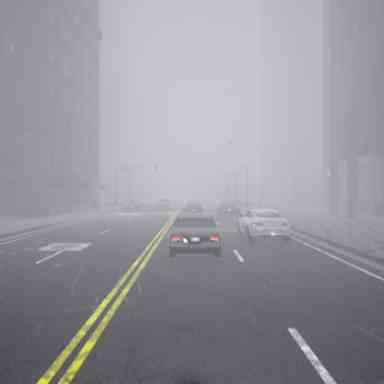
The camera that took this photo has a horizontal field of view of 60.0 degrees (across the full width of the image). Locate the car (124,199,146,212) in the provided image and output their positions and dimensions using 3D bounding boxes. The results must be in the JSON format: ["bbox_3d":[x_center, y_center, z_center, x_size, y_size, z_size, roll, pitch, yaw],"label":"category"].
[{"bbox_3d":[-6.550,1.540,38.516,1.895,1.301,4.718,0,0,0],"label":"car"}]

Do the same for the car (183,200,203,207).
[{"bbox_3d":[0.103,1.474,32.016,1.812,1.442,4.674,0,0,0],"label":"car"}]

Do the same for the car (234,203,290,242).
[{"bbox_3d":[3.363,1.498,16.086,1.812,1.442,4.674,0,0,0],"label":"car"}]

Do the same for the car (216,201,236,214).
[{"bbox_3d":[3.354,1.513,31.674,1.994,1.385,4.181,0,0,0],"label":"car"}]

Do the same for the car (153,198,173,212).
[{"bbox_3d":[-3.299,1.446,38.599,1.837,1.490,4.892,0,0,0],"label":"car"}]

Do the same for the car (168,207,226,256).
[{"bbox_3d":[0.102,1.525,12.898,2.033,1.411,5.357,0,0,0],"label":"car"}]
